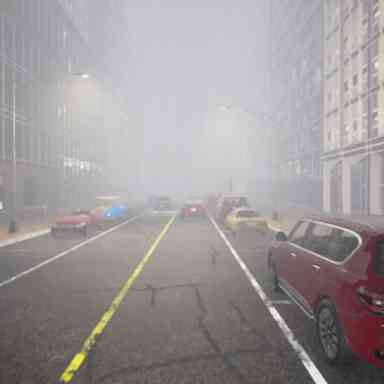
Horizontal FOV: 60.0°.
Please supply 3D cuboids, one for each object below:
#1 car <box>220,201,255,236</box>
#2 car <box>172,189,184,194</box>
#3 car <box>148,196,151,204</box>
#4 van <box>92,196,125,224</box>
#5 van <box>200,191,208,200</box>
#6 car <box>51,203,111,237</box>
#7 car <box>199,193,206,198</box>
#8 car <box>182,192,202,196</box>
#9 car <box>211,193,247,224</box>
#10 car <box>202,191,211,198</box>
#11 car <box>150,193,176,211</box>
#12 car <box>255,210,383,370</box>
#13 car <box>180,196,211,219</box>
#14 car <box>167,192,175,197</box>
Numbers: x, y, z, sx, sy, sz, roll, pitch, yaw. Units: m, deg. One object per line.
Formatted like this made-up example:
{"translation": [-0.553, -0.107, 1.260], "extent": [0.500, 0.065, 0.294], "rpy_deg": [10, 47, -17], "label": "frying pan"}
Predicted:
{"translation": [2.692, 1.392, 17.196], "extent": [1.752, 1.417, 4.829], "rpy_deg": [0, 0, 0], "label": "car"}
{"translation": [-2.993, 0.342, 78.071], "extent": [2.150, 2.045, 5.566], "rpy_deg": [0, 1, 0], "label": "car"}
{"translation": [-5.684, 1.153, 51.214], "extent": [1.947, 1.339, 4.313], "rpy_deg": [0, 0, 0], "label": "car"}
{"translation": [-5.688, 1.166, 22.725], "extent": [1.690, 1.788, 3.998], "rpy_deg": [0, 0, 0], "label": "van"}
{"translation": [2.700, 0.711, 73.997], "extent": [1.690, 1.788, 3.998], "rpy_deg": [0, 1, 0], "label": "van"}
{"translation": [-5.688, 1.451, 17.029], "extent": [1.802, 1.307, 4.206], "rpy_deg": [0, 0, 0], "label": "car"}
{"translation": [2.700, 0.837, 85.396], "extent": [1.802, 1.307, 4.206], "rpy_deg": [0, 1, 0], "label": "car"}
{"translation": [0.102, 1.168, 42.355], "extent": [2.163, 1.488, 4.792], "rpy_deg": [0, 1, 0], "label": "car"}
{"translation": [2.693, 1.139, 22.723], "extent": [2.192, 1.841, 5.009], "rpy_deg": [0, 0, 0], "label": "car"}
{"translation": [2.695, 1.001, 39.813], "extent": [2.192, 1.841, 5.009], "rpy_deg": [0, 0, 0], "label": "car"}
{"translation": [-3.092, 1.220, 36.503], "extent": [1.837, 1.490, 4.892], "rpy_deg": [0, 0, 0], "label": "car"}
{"translation": [2.691, 1.271, 5.632], "extent": [2.192, 1.841, 5.009], "rpy_deg": [0, 0, 0], "label": "car"}
{"translation": [0.103, 1.300, 26.333], "extent": [2.163, 1.488, 4.792], "rpy_deg": [0, 0, 0], "label": "car"}
{"translation": [-5.679, 0.763, 91.093], "extent": [1.947, 1.339, 4.313], "rpy_deg": [0, 1, 0], "label": "car"}
